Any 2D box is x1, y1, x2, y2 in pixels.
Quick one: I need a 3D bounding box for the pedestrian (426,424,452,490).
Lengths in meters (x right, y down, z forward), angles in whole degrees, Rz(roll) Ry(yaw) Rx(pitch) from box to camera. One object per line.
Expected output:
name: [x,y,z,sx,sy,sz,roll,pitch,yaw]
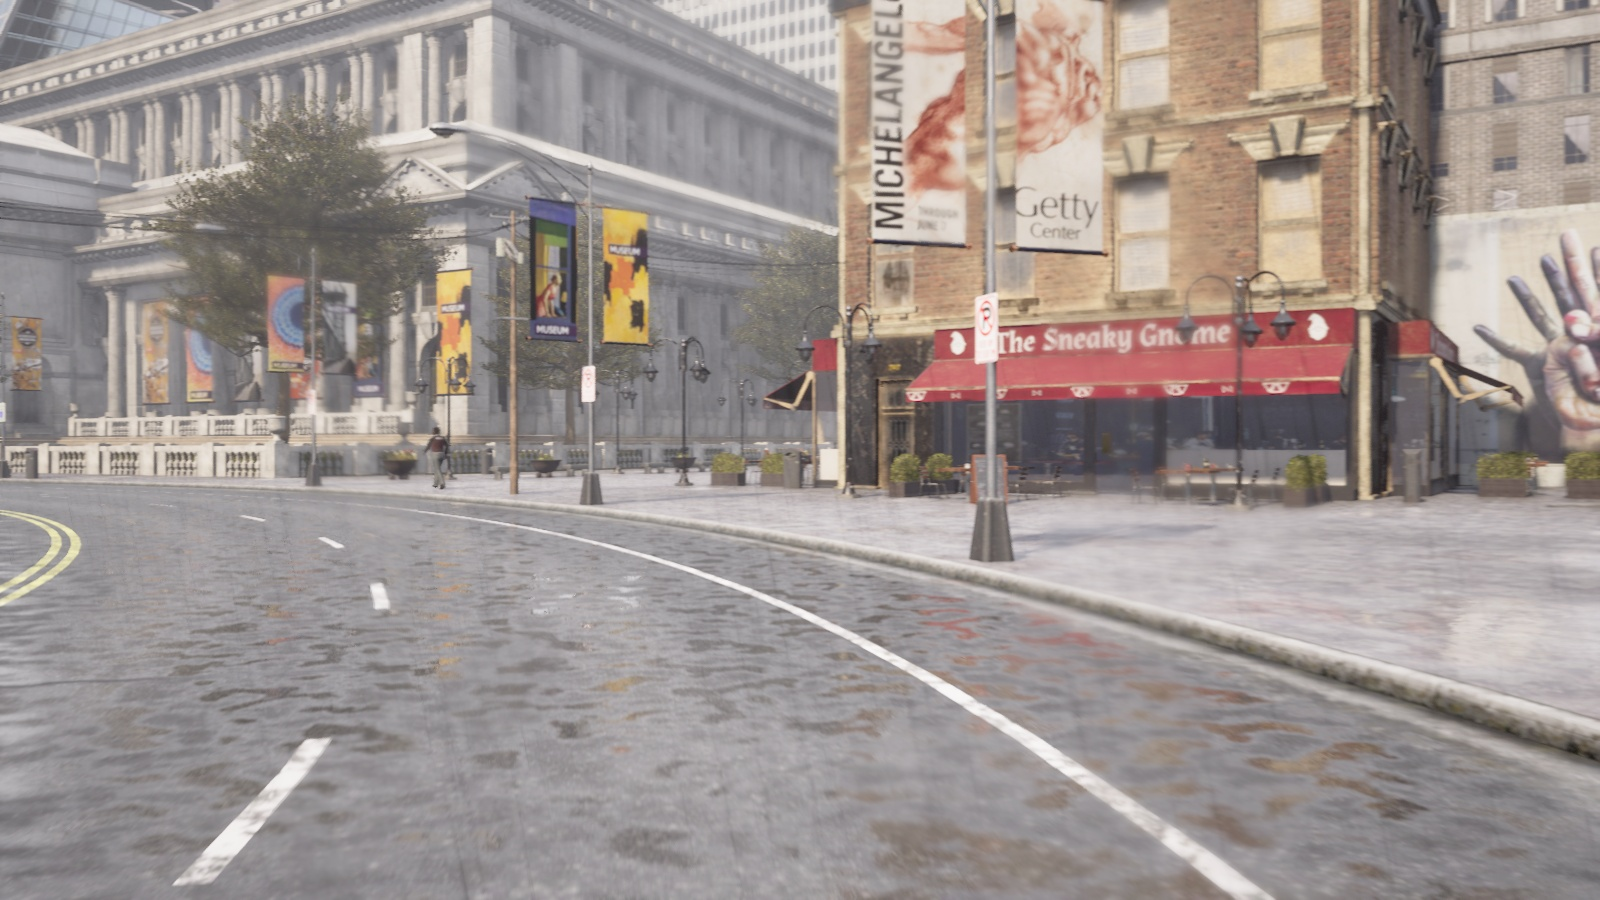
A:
pedestrian: [-10.550,0.200,36.719,0.666,1.930,0.402,0,0,39]
